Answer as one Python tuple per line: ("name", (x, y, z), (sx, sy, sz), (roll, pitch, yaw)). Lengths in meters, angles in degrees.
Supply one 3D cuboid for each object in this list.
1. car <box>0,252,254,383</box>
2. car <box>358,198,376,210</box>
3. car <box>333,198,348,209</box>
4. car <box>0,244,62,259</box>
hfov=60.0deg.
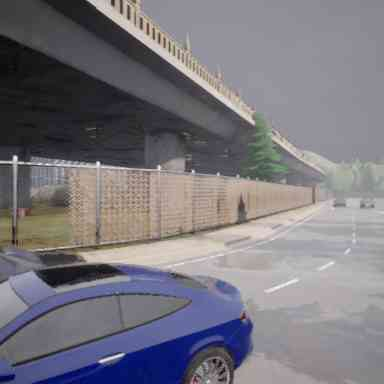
("car", (-1.387, 1.526, 3.254), (4.674, 1.442, 1.812), (0, 0, -36))
("car", (24.274, 1.618, 46.099), (2.128, 1.511, 4.902), (0, 0, 26))
("car", (21.949, 1.630, 49.295), (1.837, 1.490, 4.892), (0, -1, 26))
("car", (-4.298, 1.543, 5.245), (5.357, 1.411, 2.033), (0, 0, -31))
